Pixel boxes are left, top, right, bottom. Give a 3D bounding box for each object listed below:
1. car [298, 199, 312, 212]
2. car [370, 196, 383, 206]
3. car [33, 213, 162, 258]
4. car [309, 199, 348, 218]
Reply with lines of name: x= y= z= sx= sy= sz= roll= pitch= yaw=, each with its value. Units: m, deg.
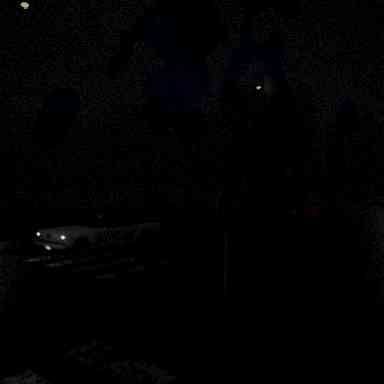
car: x=12.408 y=1.366 z=33.981 sx=1.994 sy=1.385 sz=4.181 roll=0 pitch=0 yaw=37
car: x=28.579 y=1.407 z=50.939 sx=1.812 sy=1.442 sz=4.674 roll=0 pitch=-1 yaw=36
car: x=-3.374 y=1.495 z=12.621 sx=1.895 sy=1.301 sz=4.718 roll=0 pitch=0 yaw=36
car: x=11.841 y=1.416 z=28.266 sx=1.895 sy=1.301 sz=4.718 roll=0 pitch=0 yaw=36
